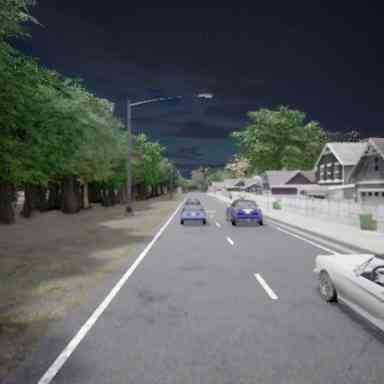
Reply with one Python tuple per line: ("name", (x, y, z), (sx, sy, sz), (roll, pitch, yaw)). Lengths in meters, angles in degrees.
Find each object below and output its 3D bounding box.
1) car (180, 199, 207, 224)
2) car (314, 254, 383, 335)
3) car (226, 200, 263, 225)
("car", (0.098, 1.503, 24.229), (2.033, 1.411, 5.357), (0, 0, 0))
("car", (3.601, 1.600, 5.212), (1.895, 1.301, 4.718), (0, 0, 0))
("car", (3.603, 1.310, 23.596), (2.097, 1.767, 4.553), (0, 0, 0))
